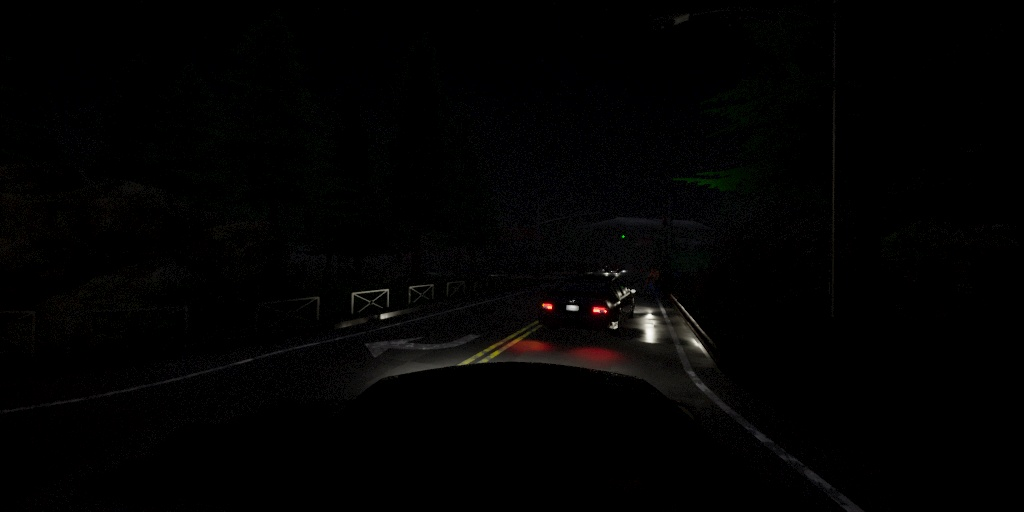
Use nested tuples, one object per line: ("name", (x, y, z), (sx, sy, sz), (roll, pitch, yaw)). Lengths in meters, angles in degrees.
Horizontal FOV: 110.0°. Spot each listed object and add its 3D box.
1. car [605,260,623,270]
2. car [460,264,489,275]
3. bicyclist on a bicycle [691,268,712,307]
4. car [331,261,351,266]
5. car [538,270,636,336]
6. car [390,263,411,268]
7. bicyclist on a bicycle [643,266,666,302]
("car", (16.868, 1.737, 59.832), (2.150, 2.045, 5.566), (1, -1, 20))
("car", (-4.976, 1.712, 44.857), (4.181, 1.385, 1.994), (1, -1, 20))
("bicyclist on a bicycle", (8.005, 1.313, 15.109), (1.656, 1.620, 0.582), (1, -1, -34))
("car", (-24.082, 1.468, 52.256), (5.357, 1.411, 2.033), (1, -1, 24))
("car", (2.392, 1.257, 10.334), (2.033, 1.411, 5.357), (1, -1, 24))
("car", (-14.345, 1.599, 48.339), (4.181, 1.385, 1.994), (1, -1, 21))
("bicyclist on a bicycle", (6.572, 1.302, 16.504), (1.656, 1.620, 0.582), (1, -1, -31))
